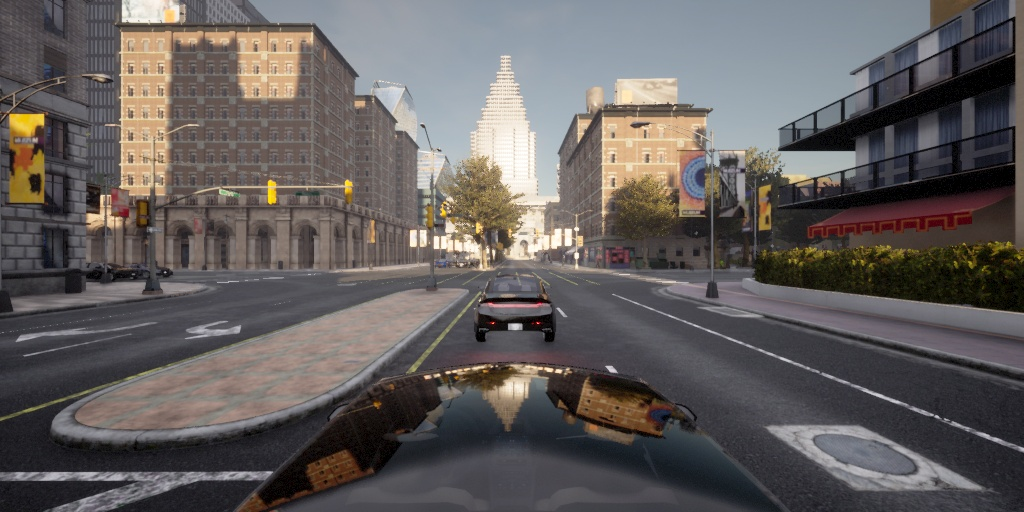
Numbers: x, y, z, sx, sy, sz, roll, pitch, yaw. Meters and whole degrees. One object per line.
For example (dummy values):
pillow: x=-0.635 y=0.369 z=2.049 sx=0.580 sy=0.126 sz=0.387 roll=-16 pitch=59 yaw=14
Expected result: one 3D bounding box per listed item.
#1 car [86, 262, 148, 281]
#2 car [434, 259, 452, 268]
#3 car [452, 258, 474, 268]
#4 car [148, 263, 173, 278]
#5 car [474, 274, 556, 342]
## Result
car: x=-33.345 y=1.228 z=29.200 sx=5.008 sy=1.535 sz=1.882 roll=0 pitch=0 yaw=0
car: x=-11.549 y=1.227 z=60.008 sx=1.882 sy=1.535 sz=5.008 roll=0 pitch=0 yaw=0
car: x=-8.052 y=1.241 z=59.593 sx=2.128 sy=1.511 sz=4.902 roll=0 pitch=0 yaw=0
car: x=-33.633 y=1.314 z=32.693 sx=4.181 sy=1.385 sz=1.994 roll=0 pitch=0 yaw=-1
car: x=0.080 y=1.242 z=9.776 sx=2.128 sy=1.511 sz=4.902 roll=0 pitch=0 yaw=0
